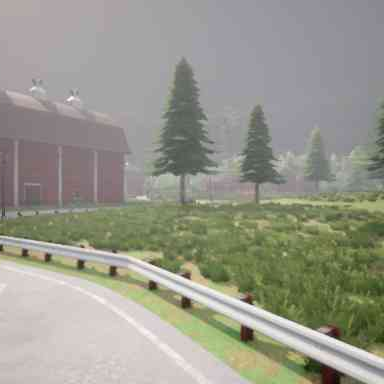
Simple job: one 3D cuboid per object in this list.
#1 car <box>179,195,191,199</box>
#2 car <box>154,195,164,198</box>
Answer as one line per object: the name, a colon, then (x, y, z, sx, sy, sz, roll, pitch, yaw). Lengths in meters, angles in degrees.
car: (-1.375, 1.528, 52.845, 1.837, 1.490, 4.892, 0, 0, 37)
car: (-9.158, 1.527, 88.568, 1.816, 1.474, 4.193, 0, 0, 36)
